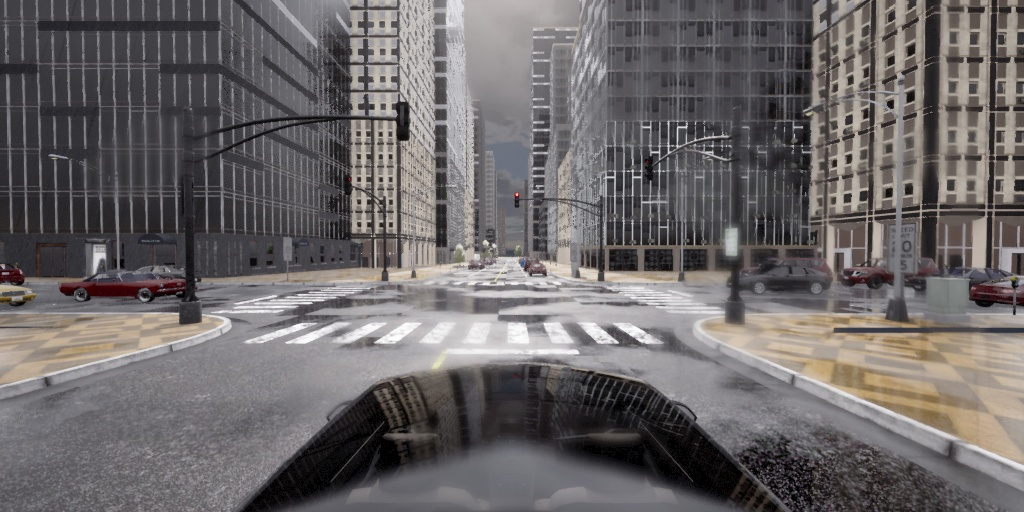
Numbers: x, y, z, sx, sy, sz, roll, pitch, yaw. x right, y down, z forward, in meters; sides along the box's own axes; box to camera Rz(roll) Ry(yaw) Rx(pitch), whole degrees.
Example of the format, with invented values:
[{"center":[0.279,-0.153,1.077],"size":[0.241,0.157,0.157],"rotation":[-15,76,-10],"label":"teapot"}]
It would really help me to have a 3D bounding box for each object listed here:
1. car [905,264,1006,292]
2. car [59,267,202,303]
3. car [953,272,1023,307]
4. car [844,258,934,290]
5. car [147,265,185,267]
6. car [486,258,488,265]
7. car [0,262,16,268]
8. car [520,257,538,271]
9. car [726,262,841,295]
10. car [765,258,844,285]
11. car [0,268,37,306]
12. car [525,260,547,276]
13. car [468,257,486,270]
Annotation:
[{"center":[24.503,1.306,19.267],"size":[5.357,1.411,2.033],"rotation":[0,1,0],"label":"car"},{"center":[-17.178,1.344,16.248],"size":[4.718,1.301,1.895],"rotation":[0,1,3],"label":"car"},{"center":[20.188,1.417,13.725],"size":[4.207,1.307,1.802],"rotation":[0,0,0],"label":"car"},{"center":[22.906,1.032,21.868],"size":[5.009,1.841,2.192],"rotation":[0,0,0],"label":"car"},{"center":[-21.437,1.204,21.795],"size":[4.403,1.370,2.007],"rotation":[0,0,0],"label":"car"},{"center":[-5.280,1.307,58.079],"size":[1.802,1.307,4.207],"rotation":[0,0,0],"label":"car"},{"center":[-32.552,1.077,21.706],"size":[4.097,1.591,1.967],"rotation":[0,0,0],"label":"car"},{"center":[2.582,1.046,47.050],"size":[2.192,1.841,5.009],"rotation":[0,0,0],"label":"car"},{"center":[14.184,1.250,19.235],"size":[4.892,1.490,1.837],"rotation":[0,1,1],"label":"car"},{"center":[16.574,1.024,21.857],"size":[5.009,1.841,2.192],"rotation":[0,0,0],"label":"car"},{"center":[-21.253,1.301,13.657],"size":[4.829,1.417,1.751],"rotation":[0,0,0],"label":"car"},{"center":[2.554,1.319,36.000],"size":[1.802,1.307,4.207],"rotation":[0,0,0],"label":"car"},{"center":[-5.283,1.168,52.554],"size":[1.967,1.591,4.097],"rotation":[0,0,0],"label":"car"}]
